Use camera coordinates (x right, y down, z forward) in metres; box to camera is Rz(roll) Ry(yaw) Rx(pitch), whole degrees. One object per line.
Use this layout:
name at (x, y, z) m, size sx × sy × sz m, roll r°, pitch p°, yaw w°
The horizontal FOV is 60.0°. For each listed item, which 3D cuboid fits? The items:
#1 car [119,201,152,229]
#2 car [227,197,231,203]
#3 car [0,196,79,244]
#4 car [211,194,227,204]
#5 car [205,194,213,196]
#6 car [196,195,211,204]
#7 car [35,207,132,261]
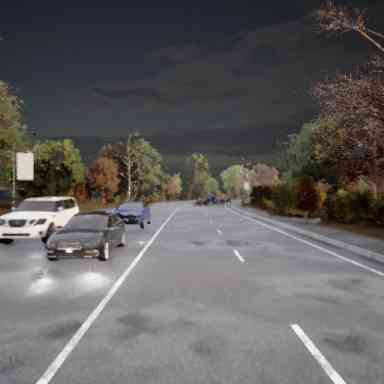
car at (-3.697, 1.329, 20.975) m, size 1.882 × 1.535 × 5.008 m, roll 0°, pitch 0°, yaw -1°
car at (8.124, 1.905, 80.462) m, size 1.895 × 1.301 × 4.718 m, roll 0°, pitch 0°, yaw 17°
car at (-7.232, 1.256, 16.349) m, size 2.150 × 2.045 × 5.566 m, roll 0°, pitch 0°, yaw -1°
car at (5.762, 1.828, 70.549) m, size 1.837 × 1.490 × 4.892 m, roll 0°, pitch 0°, yaw 12°
car at (4.501, 1.502, 80.524) m, size 2.150 × 2.045 × 5.566 m, roll 0°, pitch 0°, yaw 17°
car at (2.212, 1.920, 70.593) m, size 1.895 × 1.301 × 4.718 m, roll 0°, pitch 0°, yaw 12°
car at (-3.694, 1.524, 12.367) m, size 1.837 × 1.490 × 4.892 m, roll 0°, pitch 0°, yaw -1°
